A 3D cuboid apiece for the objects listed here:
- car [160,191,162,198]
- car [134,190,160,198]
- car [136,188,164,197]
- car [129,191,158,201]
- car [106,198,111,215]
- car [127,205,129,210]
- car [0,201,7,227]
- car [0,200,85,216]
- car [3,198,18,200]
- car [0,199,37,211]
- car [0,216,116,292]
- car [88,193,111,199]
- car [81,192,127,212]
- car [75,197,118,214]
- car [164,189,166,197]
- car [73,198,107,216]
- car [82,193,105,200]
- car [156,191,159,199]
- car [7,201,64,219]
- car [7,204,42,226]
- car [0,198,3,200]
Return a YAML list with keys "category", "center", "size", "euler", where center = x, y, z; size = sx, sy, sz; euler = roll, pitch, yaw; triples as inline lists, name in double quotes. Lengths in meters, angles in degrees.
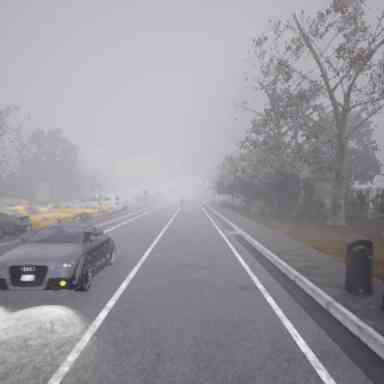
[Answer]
- category: "car"
  center: [-10.329, 1.045, 79.020]
  size: [5.008, 1.535, 2.097]
  euler: [0, 0, 0]
- category: "car"
  center: [-10.374, 0.928, 76.241]
  size: [4.553, 1.767, 2.185]
  euler: [0, 0, 0]
- category: "car"
  center: [-10.354, 0.775, 81.812]
  size: [5.566, 2.045, 2.435]
  euler: [0, 0, 0]
- category: "car"
  center: [-10.331, 1.086, 70.671]
  size: [4.792, 1.488, 2.163]
  euler: [0, 0, 0]
- category: "car"
  center: [-10.199, 1.557, 29.752]
  size: [4.892, 1.521, 2.231]
  euler: [0, 0, 0]
- category: "car"
  center: [-10.179, 1.614, 38.080]
  size: [5.008, 1.535, 2.097]
  euler: [0, 0, 0]
- category: "car"
  center: [-10.263, 1.353, 13.103]
  size: [4.553, 1.767, 2.185]
  euler: [0, 0, 0]
- category: "car"
  center: [-10.027, 1.497, 21.303]
  size: [5.366, 1.575, 1.946]
  euler: [0, 0, 0]
- category: "car"
  center: [-23.224, 1.642, 38.117]
  size: [4.792, 1.488, 2.163]
  euler: [0, 0, 0]
- category: "car"
  center: [-23.235, 1.650, 43.534]
  size: [5.008, 1.535, 2.097]
  euler: [0, 0, 0]
- category: "car"
  center: [-3.357, 1.561, 8.794]
  size: [1.994, 1.385, 4.181]
  euler: [0, 0, 0]
- category: "car"
  center: [-23.582, 0.994, 84.588]
  size: [5.366, 1.575, 1.946]
  euler: [0, 0, 0]
- category: "car"
  center: [-10.208, 1.344, 35.306]
  size: [5.566, 2.045, 2.435]
  euler: [0, 0, 0]
- category: "car"
  center: [-10.372, 1.573, 32.529]
  size: [5.366, 1.575, 1.946]
  euler: [0, 0, 0]
- category: "car"
  center: [-10.259, 0.725, 92.960]
  size: [4.553, 1.767, 2.185]
  euler: [0, 1, 0]
- category: "car"
  center: [-10.014, 1.534, 26.976]
  size: [5.366, 1.575, 1.946]
  euler: [0, 0, 0]
- category: "car"
  center: [-23.443, 1.072, 79.000]
  size: [4.792, 1.488, 2.163]
  euler: [0, 0, 0]
- category: "car"
  center: [-10.381, 1.085, 73.455]
  size: [4.792, 1.488, 2.163]
  euler: [0, 0, 0]
- category: "car"
  center: [-10.404, 1.484, 18.651]
  size: [5.366, 1.575, 1.946]
  euler: [0, 0, 0]
- category: "car"
  center: [-10.219, 1.481, 15.883]
  size: [4.892, 1.521, 2.231]
  euler: [0, 0, 0]
- category: "car"
  center: [-23.257, 1.634, 35.347]
  size: [4.674, 1.452, 2.002]
  euler: [0, 0, 0]
